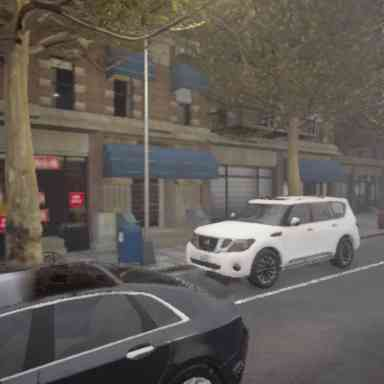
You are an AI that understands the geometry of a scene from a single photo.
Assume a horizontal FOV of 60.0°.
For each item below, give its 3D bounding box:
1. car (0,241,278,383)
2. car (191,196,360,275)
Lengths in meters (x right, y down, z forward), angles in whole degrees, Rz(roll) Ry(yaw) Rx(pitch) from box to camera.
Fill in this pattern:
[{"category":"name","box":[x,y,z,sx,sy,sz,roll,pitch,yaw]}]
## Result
[{"category":"car","box":[-1.660,1.503,2.804,4.892,1.490,1.837,-1,0,-35]},{"category":"car","box":[2.512,1.172,9.410,5.566,2.045,2.435,-1,0,-36]}]
